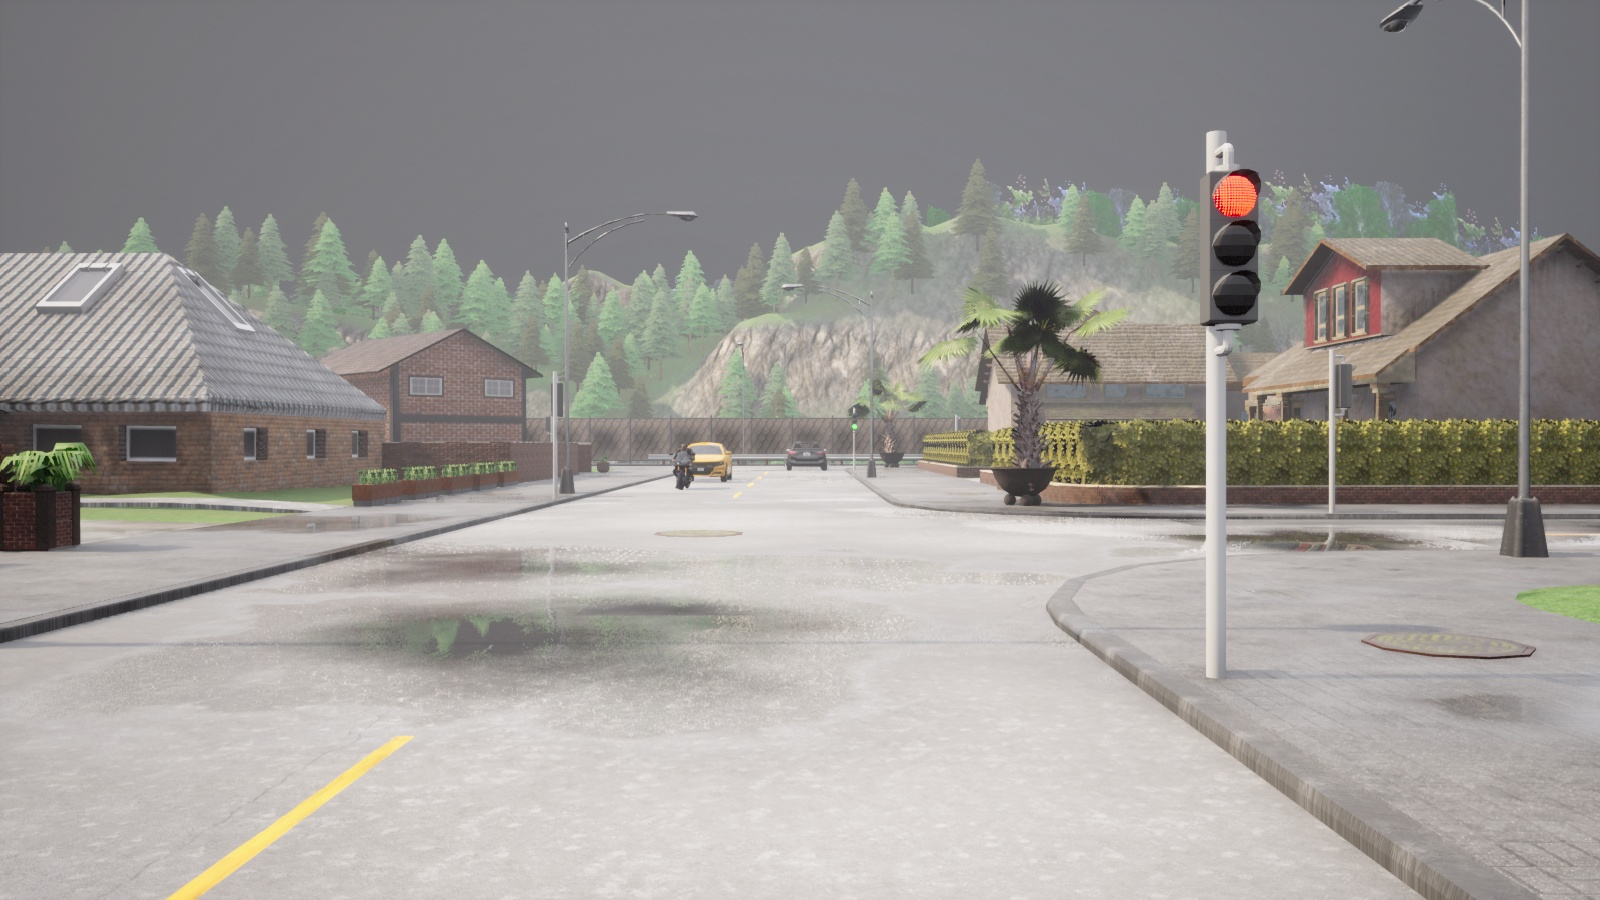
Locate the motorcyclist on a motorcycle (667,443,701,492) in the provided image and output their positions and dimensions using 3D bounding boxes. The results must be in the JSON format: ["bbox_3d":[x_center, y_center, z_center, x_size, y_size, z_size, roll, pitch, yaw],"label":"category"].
[{"bbox_3d":[-3.750,0.549,40.694,0.866,1.530,2.191,0,0,1],"label":"motorcyclist on a motorcycle"}]

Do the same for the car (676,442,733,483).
[{"bbox_3d":[-3.719,0.441,49.599,1.882,1.535,5.008,0,0,0],"label":"car"}]

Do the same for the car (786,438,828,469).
[{"bbox_3d":[0.343,0.197,69.746,2.242,1.667,4.611,0,0,-1],"label":"car"}]
